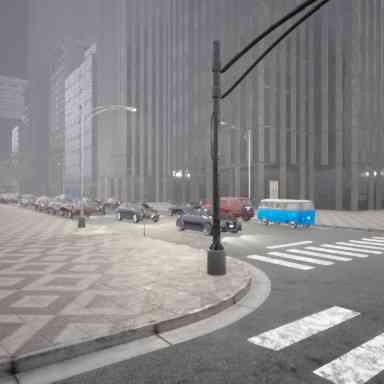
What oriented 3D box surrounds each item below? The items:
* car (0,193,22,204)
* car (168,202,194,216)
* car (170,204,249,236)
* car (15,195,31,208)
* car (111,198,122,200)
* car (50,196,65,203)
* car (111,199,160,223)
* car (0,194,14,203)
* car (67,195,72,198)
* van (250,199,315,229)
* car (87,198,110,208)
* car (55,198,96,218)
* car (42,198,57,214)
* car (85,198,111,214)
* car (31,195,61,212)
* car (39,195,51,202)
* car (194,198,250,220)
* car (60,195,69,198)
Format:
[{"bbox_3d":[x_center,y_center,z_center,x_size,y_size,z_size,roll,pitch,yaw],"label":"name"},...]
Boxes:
[{"bbox_3d":[-34.101,1.299,62.436,2.192,1.841,5.009,0,0,-36],"label":"car"},{"bbox_3d":[-0.580,1.600,31.024,1.947,1.339,4.313,0,0,-36],"label":"car"},{"bbox_3d":[0.878,1.600,18.932,1.994,1.385,4.181,0,0,-36],"label":"car"},{"bbox_3d":[-24.117,1.563,48.777,2.008,1.369,4.403,0,0,-36],"label":"car"},{"bbox_3d":[-10.564,1.464,44.683,1.967,1.590,4.097,0,0,-36],"label":"car"},{"bbox_3d":[-27.306,1.512,67.589,1.752,1.417,4.829,0,0,-36],"label":"car"},{"bbox_3d":[-4.307,1.537,26.028,1.837,1.490,4.892,0,0,-36],"label":"car"},{"bbox_3d":[-37.429,1.286,66.990,2.192,1.841,5.009,0,0,-36],"label":"car"},{"bbox_3d":[-20.444,1.577,53.355,1.994,1.385,4.181,0,0,-36],"label":"car"},{"bbox_3d":[6.077,1.379,21.916,1.690,1.788,3.998,0,0,-36],"label":"van"},{"bbox_3d":[-13.893,1.602,49.237,1.802,1.307,4.206,0,0,-36],"label":"car"},{"bbox_3d":[-10.806,1.572,30.566,1.887,1.381,4.507,0,0,-36],"label":"car"},{"bbox_3d":[-14.134,1.606,35.119,1.802,1.307,4.206,0,0,-36],"label":"car"},{"bbox_3d":[-10.437,1.532,34.427,1.837,1.490,4.892,0,0,-36],"label":"car"},{"bbox_3d":[-17.462,1.461,39.672,1.967,1.590,4.097,0,0,-36],"label":"car"},{"bbox_3d":[-33.977,1.483,76.726,1.752,1.417,4.829,0,0,-35],"label":"car"},{"bbox_3d":[2.748,1.352,26.470,2.192,1.841,5.009,0,0,-36],"label":"car"},{"bbox_3d":[-19.239,1.545,46.618,1.812,1.442,4.674,0,0,-36],"label":"car"}]
